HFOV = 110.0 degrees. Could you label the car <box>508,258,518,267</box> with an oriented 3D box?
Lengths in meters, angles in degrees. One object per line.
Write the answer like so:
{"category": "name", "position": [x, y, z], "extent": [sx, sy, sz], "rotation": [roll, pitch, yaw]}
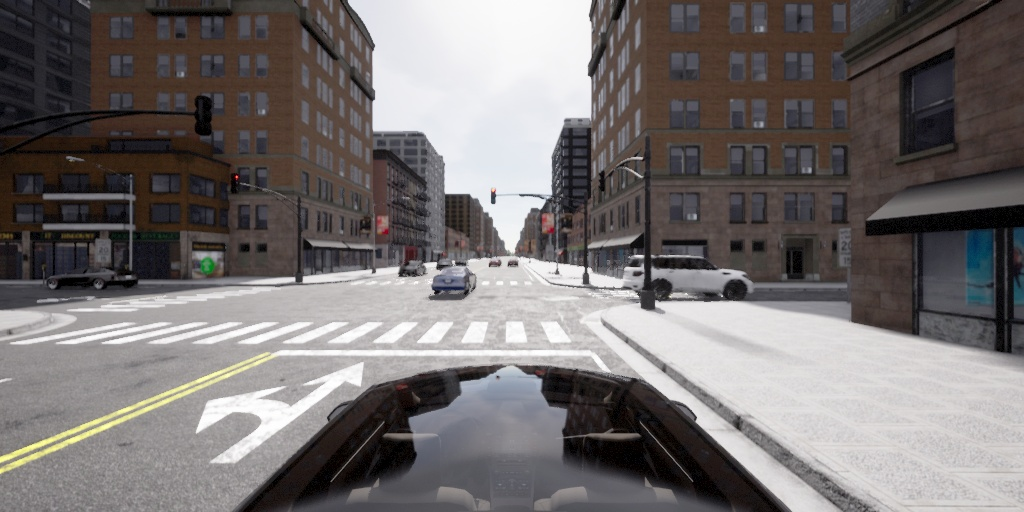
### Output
{"category": "car", "position": [0.168, 1.190, 62.244], "extent": [1.837, 1.490, 4.892], "rotation": [0, 0, 0]}

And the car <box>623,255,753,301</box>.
{"category": "car", "position": [8.103, 0.978, 16.845], "extent": [5.566, 2.045, 2.150], "rotation": [0, -1, 0]}

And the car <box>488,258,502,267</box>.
{"category": "car", "position": [-3.081, 1.210, 62.669], "extent": [1.812, 1.442, 4.674], "rotation": [0, 0, 0]}

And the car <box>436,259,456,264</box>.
{"category": "car", "position": [-9.700, 1.200, 51.683], "extent": [1.837, 1.490, 4.892], "rotation": [0, 1, 0]}

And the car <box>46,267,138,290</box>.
{"category": "car", "position": [-25.321, 1.312, 21.750], "extent": [4.313, 1.339, 1.948], "rotation": [0, 0, 0]}

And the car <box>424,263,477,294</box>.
{"category": "car", "position": [-3.102, 1.284, 20.001], "extent": [2.033, 1.411, 5.357], "rotation": [0, 0, 0]}

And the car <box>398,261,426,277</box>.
{"category": "car", "position": [-9.755, 1.222, 35.467], "extent": [1.837, 1.490, 4.892], "rotation": [0, 0, 0]}
